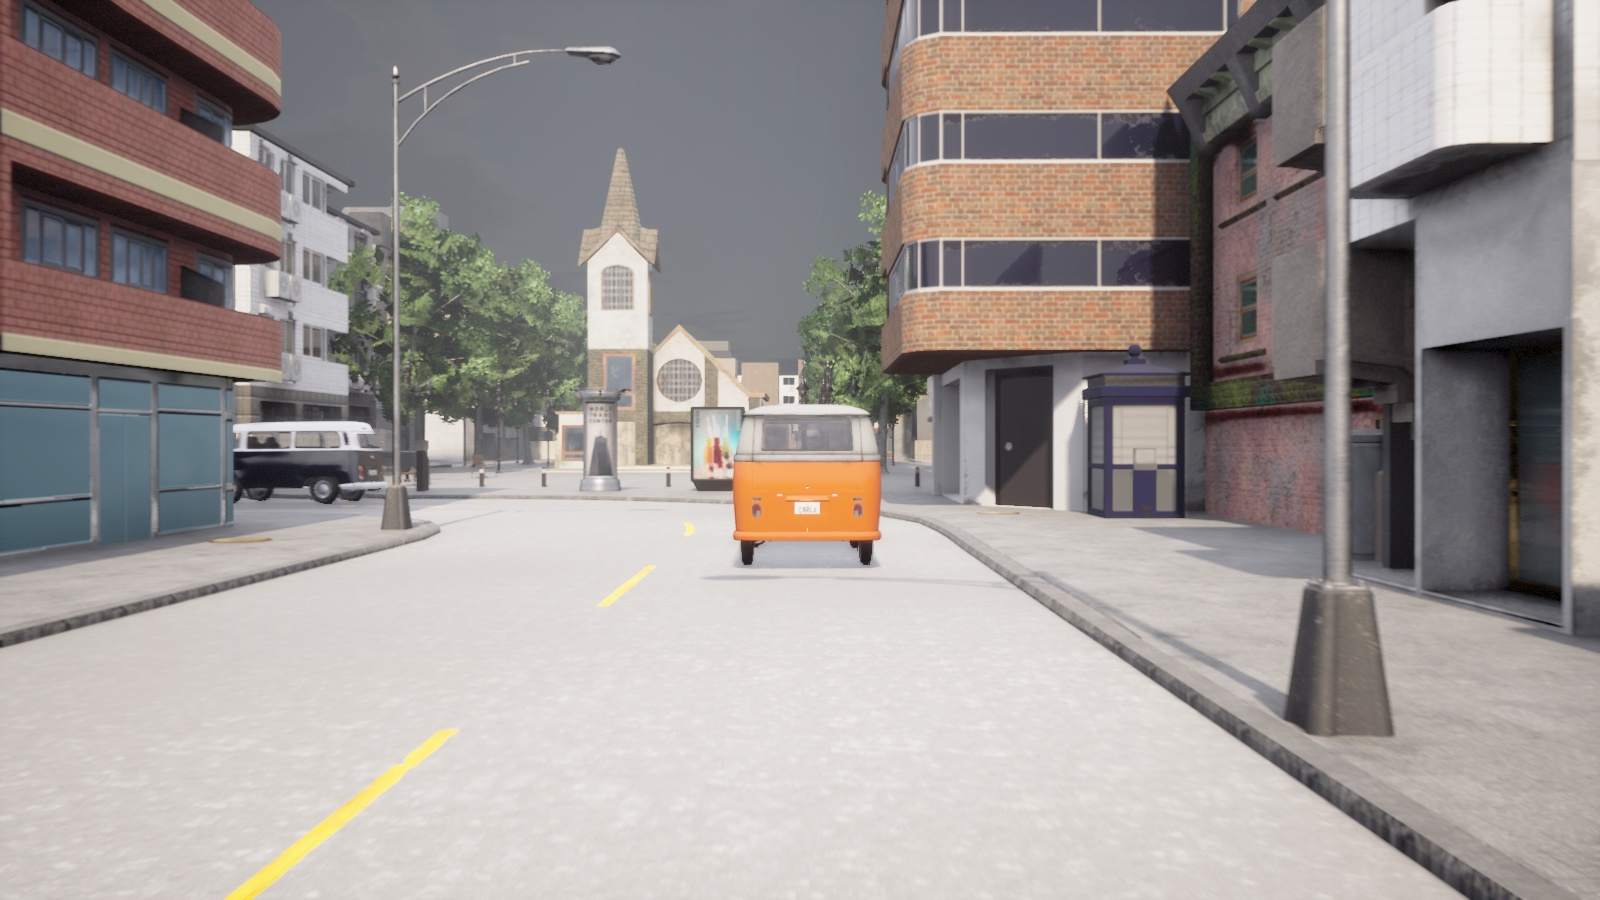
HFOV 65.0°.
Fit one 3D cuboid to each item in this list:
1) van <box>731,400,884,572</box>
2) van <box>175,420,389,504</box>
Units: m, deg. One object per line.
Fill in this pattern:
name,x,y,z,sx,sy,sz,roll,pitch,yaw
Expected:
van,0.070,0.405,16.751,1.775,1.987,4.442,0,0,0
van,-12.862,0.283,31.361,4.480,2.038,2.069,0,0,5
